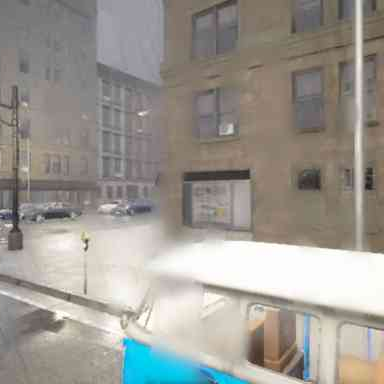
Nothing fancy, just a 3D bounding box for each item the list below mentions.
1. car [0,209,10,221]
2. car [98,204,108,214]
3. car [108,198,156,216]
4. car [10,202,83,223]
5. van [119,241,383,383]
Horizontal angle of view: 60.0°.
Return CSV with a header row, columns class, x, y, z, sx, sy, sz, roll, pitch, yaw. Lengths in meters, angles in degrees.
class,x,y,z,sx,sy,sz,roll,pitch,yaw
car,-13.415,1.605,27.787,2.033,1.411,5.357,0,0,35
car,-7.889,1.581,35.624,1.812,1.442,4.674,0,0,35
car,-5.659,1.396,33.147,2.097,1.767,4.553,0,0,35
car,-10.852,1.537,25.782,2.128,1.511,4.902,0,0,35
van,1.253,1.341,2.187,3.998,1.788,1.690,0,0,35
